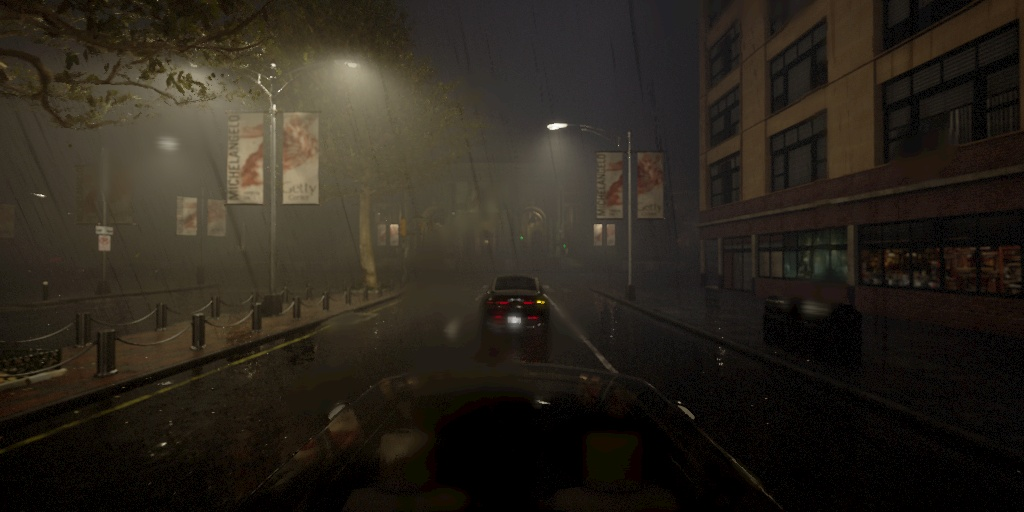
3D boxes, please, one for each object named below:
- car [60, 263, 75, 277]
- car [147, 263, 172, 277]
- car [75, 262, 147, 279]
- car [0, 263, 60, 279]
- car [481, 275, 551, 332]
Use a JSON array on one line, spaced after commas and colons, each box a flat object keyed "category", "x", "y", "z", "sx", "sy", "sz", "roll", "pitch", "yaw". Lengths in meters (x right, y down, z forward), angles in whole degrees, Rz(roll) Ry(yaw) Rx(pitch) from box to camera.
[{"category": "car", "x": -48.207, "y": 1.451, "z": 37.973, "sx": 4.902, "sy": 1.511, "sz": 2.128, "roll": 0, "pitch": 0, "yaw": -1}, {"category": "car", "x": -38.957, "y": 1.438, "z": 37.956, "sx": 5.008, "sy": 1.535, "sz": 1.882, "roll": 0, "pitch": 0, "yaw": 0}, {"category": "car", "x": -38.457, "y": 1.503, "z": 34.450, "sx": 4.181, "sy": 1.385, "sz": 1.994, "roll": 0, "pitch": 0, "yaw": 0}, {"category": "car", "x": -47.317, "y": 1.443, "z": 34.467, "sx": 4.892, "sy": 1.490, "sz": 1.837, "roll": 0, "pitch": 0, "yaw": -1}, {"category": "car", "x": 0.121, "y": 1.312, "z": 11.094, "sx": 1.837, "sy": 1.490, "sz": 4.892, "roll": 0, "pitch": 0, "yaw": 1}]
